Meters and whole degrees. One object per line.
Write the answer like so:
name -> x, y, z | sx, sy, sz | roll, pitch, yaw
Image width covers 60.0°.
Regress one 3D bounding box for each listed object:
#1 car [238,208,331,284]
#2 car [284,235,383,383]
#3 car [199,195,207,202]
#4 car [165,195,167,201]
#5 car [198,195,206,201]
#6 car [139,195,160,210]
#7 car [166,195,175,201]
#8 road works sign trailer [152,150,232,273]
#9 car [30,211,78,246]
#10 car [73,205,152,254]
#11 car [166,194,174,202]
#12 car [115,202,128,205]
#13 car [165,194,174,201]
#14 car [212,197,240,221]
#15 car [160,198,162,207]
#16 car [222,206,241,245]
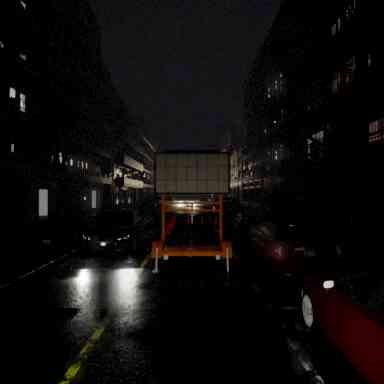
car -> 2.694, 1.440, 9.554 | 1.967, 1.590, 4.097 | 0, 0, 0
car -> 2.692, 1.545, 3.917 | 1.887, 1.381, 4.507 | 0, 0, 0
car -> 2.710, 1.503, 77.360 | 1.752, 1.417, 4.829 | 0, 0, 0
car -> -5.677, 1.570, 54.651 | 1.802, 1.307, 4.206 | 0, 0, 0
car -> 2.713, 1.516, 88.463 | 1.887, 1.381, 4.507 | 0, 0, 0
car -> -5.679, 1.432, 43.378 | 1.967, 1.590, 4.097 | 0, 0, 0
car -> -5.668, 1.516, 88.469 | 1.887, 1.381, 4.507 | 0, 0, 0
road works sign trailer -> 0.002, 0.464, 10.687 | 2.380, 3.560, 2.880 | 0, 0, 0
car -> -5.686, 1.565, 15.195 | 1.947, 1.339, 4.313 | 0, 0, 0
car -> -2.997, 1.504, 13.636 | 1.837, 1.490, 4.892 | 0, 0, 0
car -> -5.669, 1.293, 77.196 | 2.192, 1.841, 5.009 | 0, 0, 0
car -> -5.683, 1.523, 26.298 | 1.752, 1.417, 4.829 | 0, 0, 0
car -> -5.669, 1.415, 82.832 | 1.967, 1.590, 4.097 | 0, 0, 0
car -> 2.699, 1.312, 26.463 | 2.192, 1.841, 5.009 | 0, 0, 0
car -> -5.677, 1.305, 49.015 | 2.192, 1.841, 5.009 | 0, 0, 0
car -> 2.695, 1.550, 15.189 | 2.008, 1.369, 4.403 | 0, 0, 0
